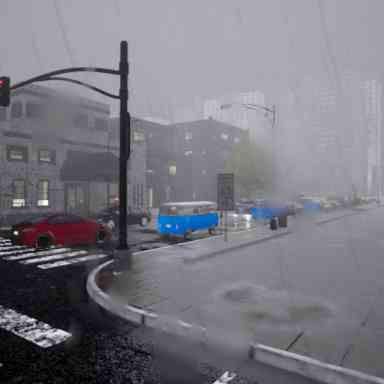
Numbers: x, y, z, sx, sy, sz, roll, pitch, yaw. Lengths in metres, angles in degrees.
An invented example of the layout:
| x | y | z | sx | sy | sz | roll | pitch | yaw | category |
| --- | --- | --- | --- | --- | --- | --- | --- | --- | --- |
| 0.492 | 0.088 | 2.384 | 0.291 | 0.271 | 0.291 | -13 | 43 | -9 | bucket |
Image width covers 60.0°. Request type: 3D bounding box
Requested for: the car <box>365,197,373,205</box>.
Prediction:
| x | y | z | sx | sy | sz | roll | pitch | yaw | category |
| --- | --- | --- | --- | --- | --- | --- | --- | --- | --- |
| 34.777 | 1.814 | 67.363 | 1.887 | 1.381 | 4.507 | 0 | 0 | 35 | car |

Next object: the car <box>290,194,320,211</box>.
| x | y | z | sx | sy | sz | roll | pitch | yaw | category |
| --- | --- | --- | --- | --- | --- | --- | --- | --- | --- |
| 14.807 | 1.358 | 43.358 | 2.150 | 2.045 | 5.566 | 0 | 0 | 35 | car |

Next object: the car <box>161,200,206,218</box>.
| x | y | z | sx | sy | sz | roll | pitch | yaw | category |
| --- | --- | --- | --- | --- | --- | --- | --- | --- | --- |
| -0.694 | 1.568 | 31.351 | 1.752 | 1.417 | 4.829 | 0 | 0 | 35 | car |

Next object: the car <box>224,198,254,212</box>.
| x | y | z | sx | sy | sz | roll | pitch | yaw | category |
| --- | --- | --- | --- | --- | --- | --- | --- | --- | --- |
| 5.743 | 1.516 | 40.535 | 1.967 | 1.590 | 4.097 | 0 | 0 | 35 | car |

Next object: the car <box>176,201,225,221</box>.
| x | y | z | sx | sy | sz | roll | pitch | yaw | category |
| --- | --- | --- | --- | --- | --- | --- | --- | --- | --- |
| 0.821 | 1.562 | 28.994 | 1.837 | 1.490 | 4.892 | 0 | 0 | 35 | car |

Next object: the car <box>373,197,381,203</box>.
| x | y | z | sx | sy | sz | roll | pitch | yaw | category |
| --- | --- | --- | --- | --- | --- | --- | --- | --- | --- |
| 44.284 | 1.904 | 80.929 | 1.947 | 1.339 | 4.313 | 0 | 0 | 35 | car |

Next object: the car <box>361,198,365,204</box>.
| x | y | z | sx | sy | sz | roll | pitch | yaw | category |
| --- | --- | --- | --- | --- | --- | --- | --- | --- | --- |
| 28.537 | 1.753 | 58.459 | 1.752 | 1.417 | 4.829 | 0 | 0 | 35 | car |

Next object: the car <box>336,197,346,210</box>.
| x | y | z | sx | sy | sz | roll | pitch | yaw | category |
| --- | --- | --- | --- | --- | --- | --- | --- | --- | --- |
| 18.932 | 1.734 | 44.754 | 1.947 | 1.339 | 4.313 | 0 | 0 | 35 | car |

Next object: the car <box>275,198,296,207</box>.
| x | y | z | sx | sy | sz | roll | pitch | yaw | category |
| --- | --- | --- | --- | --- | --- | --- | --- | --- | --- |
| 15.249 | 1.675 | 54.100 | 1.887 | 1.381 | 4.507 | 0 | 0 | 35 | car |

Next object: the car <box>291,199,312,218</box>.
| x | y | z | sx | sy | sz | roll | pitch | yaw | category |
| --- | --- | --- | --- | --- | --- | --- | --- | --- | --- |
| 9.425 | 1.661 | 31.188 | 1.887 | 1.381 | 4.507 | 0 | 0 | 35 | car |

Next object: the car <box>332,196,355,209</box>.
| x | y | z | sx | sy | sz | roll | pitch | yaw | category |
| --- | --- | --- | --- | --- | --- | --- | --- | --- | --- |
| 22.102 | 1.502 | 49.277 | 2.192 | 1.841 | 5.009 | 0 | 0 | 35 | car |

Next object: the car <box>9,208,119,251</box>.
| x | y | z | sx | sy | sz | roll | pitch | yaw | category |
| --- | --- | --- | --- | --- | --- | --- | --- | --- | --- |
| -5.636 | 1.602 | 14.673 | 1.994 | 1.385 | 4.181 | 1 | 0 | 40 | car |

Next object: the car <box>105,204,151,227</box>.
| x | y | z | sx | sy | sz | roll | pitch | yaw | category |
| --- | --- | --- | --- | --- | --- | --- | --- | --- | --- |
| -4.643 | 1.537 | 21.200 | 1.837 | 1.490 | 4.892 | 0 | 0 | 35 | car |

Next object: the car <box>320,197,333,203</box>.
| x | y | z | sx | sy | sz | roll | pitch | yaw | category |
| --- | --- | --- | --- | --- | --- | --- | --- | --- | --- |
| 31.093 | 1.801 | 76.709 | 1.947 | 1.339 | 4.313 | 0 | 0 | 35 | car |

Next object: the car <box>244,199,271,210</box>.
| x | y | z | sx | sy | sz | roll | pitch | yaw | category |
| --- | --- | --- | --- | --- | --- | --- | --- | --- | --- |
| 8.911 | 1.638 | 45.057 | 1.887 | 1.381 | 4.507 | 0 | 0 | 35 | car |

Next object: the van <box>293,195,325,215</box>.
| x | y | z | sx | sy | sz | roll | pitch | yaw | category |
| --- | --- | --- | --- | --- | --- | --- | --- | --- | --- |
| 12.595 | 1.474 | 35.710 | 1.690 | 1.788 | 3.998 | 0 | 0 | 35 | van |

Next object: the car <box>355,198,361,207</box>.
| x | y | z | sx | sy | sz | roll | pitch | yaw | category |
| --- | --- | --- | --- | --- | --- | --- | --- | --- | --- |
| 25.272 | 1.522 | 53.799 | 2.192 | 1.841 | 5.009 | 0 | 0 | 35 | car |

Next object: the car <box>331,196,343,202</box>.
| x | y | z | sx | sy | sz | roll | pitch | yaw | category |
| --- | --- | --- | --- | --- | --- | --- | --- | --- | --- |
| 37.431 | 1.722 | 85.753 | 1.967 | 1.590 | 4.097 | 0 | 0 | 35 | car |

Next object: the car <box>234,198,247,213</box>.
| x | y | z | sx | sy | sz | roll | pitch | yaw | category |
| --- | --- | --- | --- | --- | --- | --- | --- | --- | --- |
| 6.502 | 1.612 | 37.077 | 1.812 | 1.442 | 4.674 | 0 | 0 | 35 | car |

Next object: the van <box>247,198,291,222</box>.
| x | y | z | sx | sy | sz | roll | pitch | yaw | category |
| --- | --- | --- | --- | --- | --- | --- | --- | --- | --- |
| 6.257 | 1.441 | 26.667 | 1.690 | 1.788 | 3.998 | 0 | 0 | 35 | van |

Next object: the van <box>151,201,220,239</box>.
| x | y | z | sx | sy | sz | roll | pitch | yaw | category |
| --- | --- | --- | --- | --- | --- | --- | --- | --- | --- |
| -0.081 | 1.412 | 17.623 | 1.690 | 1.788 | 3.998 | 0 | 0 | 35 | van |

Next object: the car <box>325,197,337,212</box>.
| x | y | z | sx | sy | sz | roll | pitch | yaw | category |
| --- | --- | --- | --- | --- | --- | --- | --- | --- | --- |
| 15.861 | 1.676 | 40.372 | 1.752 | 1.417 | 4.829 | 0 | 0 | 35 | car |

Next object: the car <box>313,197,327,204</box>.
| x | y | z | sx | sy | sz | roll | pitch | yaw | category |
| --- | --- | --- | --- | --- | --- | --- | --- | --- | --- |
| 27.827 | 1.738 | 72.048 | 1.752 | 1.417 | 4.829 | 0 | 0 | 35 | car |

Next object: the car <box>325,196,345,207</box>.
| x | y | z | sx | sy | sz | roll | pitch | yaw | category |
| --- | --- | --- | --- | --- | --- | --- | --- | --- | --- |
| 25.062 | 1.553 | 58.117 | 2.097 | 1.767 | 4.553 | 0 | 0 | 39 | car |
